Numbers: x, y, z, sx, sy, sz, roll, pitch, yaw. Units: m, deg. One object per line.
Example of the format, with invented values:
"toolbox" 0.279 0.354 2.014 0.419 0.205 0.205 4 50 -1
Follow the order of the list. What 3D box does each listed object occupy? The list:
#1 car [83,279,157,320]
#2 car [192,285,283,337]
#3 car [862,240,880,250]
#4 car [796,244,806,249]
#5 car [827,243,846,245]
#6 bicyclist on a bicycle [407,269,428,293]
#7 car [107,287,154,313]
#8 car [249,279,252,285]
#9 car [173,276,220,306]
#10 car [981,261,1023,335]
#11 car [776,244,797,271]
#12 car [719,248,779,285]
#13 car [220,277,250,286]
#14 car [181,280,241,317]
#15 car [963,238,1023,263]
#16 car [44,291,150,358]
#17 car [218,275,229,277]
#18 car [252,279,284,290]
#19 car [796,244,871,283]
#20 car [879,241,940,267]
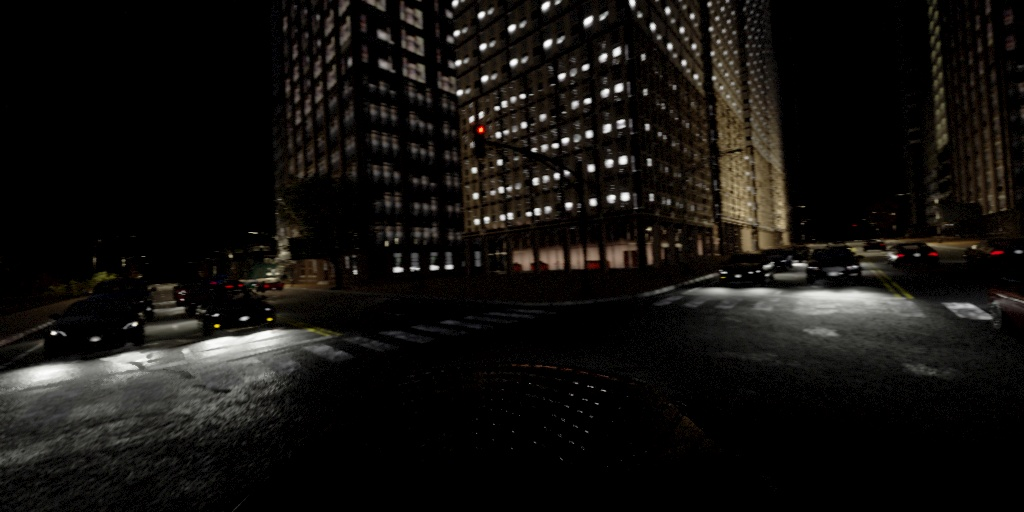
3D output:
"car" -19.480 2.187 17.961 2.150 2.045 5.566 -2 -1 -45
"car" -10.342 1.996 13.380 1.994 1.385 4.181 -2 -1 -45
"car" 44.064 -1.246 43.688 1.994 1.385 4.181 -4 0 42
"car" 25.178 -0.098 32.633 1.994 1.385 4.181 -4 0 42
"car" 21.608 0.070 23.959 2.033 1.411 5.357 -4 0 43
"bicyclist on a bicycle" -6.571 1.709 24.910 1.656 1.620 0.582 -2 -1 -45
"car" -26.759 2.993 25.319 2.033 1.411 5.357 -2 -1 -45
"car" -33.402 3.650 45.977 1.994 1.385 4.181 -2 -1 -45
"car" -23.617 2.658 26.758 2.097 1.767 4.553 -2 -1 -45
"car" 9.310 0.893 5.443 1.895 1.301 4.718 -4 0 42
"car" 18.424 0.206 25.310 1.882 1.535 5.008 -4 0 43
"car" 12.102 0.597 18.434 1.837 1.490 4.892 -4 0 43
"car" -28.593 3.208 36.571 1.837 1.490 4.892 -2 -1 -44
"car" -16.671 2.327 19.755 1.882 1.535 5.008 -2 -1 -45
"car" 26.334 -0.249 19.311 2.033 1.411 5.357 -4 0 42
"car" -12.817 2.054 11.262 1.812 1.442 4.674 -2 -1 -45
"car" -35.660 3.388 43.626 2.150 2.045 5.566 -2 -1 -45
"car" -26.296 3.220 38.818 1.895 1.301 4.718 -2 -1 -45
"car" 15.036 0.392 16.842 2.128 1.511 4.902 -4 0 42
"car" 24.265 -0.107 21.859 2.033 1.411 5.357 -4 0 42
